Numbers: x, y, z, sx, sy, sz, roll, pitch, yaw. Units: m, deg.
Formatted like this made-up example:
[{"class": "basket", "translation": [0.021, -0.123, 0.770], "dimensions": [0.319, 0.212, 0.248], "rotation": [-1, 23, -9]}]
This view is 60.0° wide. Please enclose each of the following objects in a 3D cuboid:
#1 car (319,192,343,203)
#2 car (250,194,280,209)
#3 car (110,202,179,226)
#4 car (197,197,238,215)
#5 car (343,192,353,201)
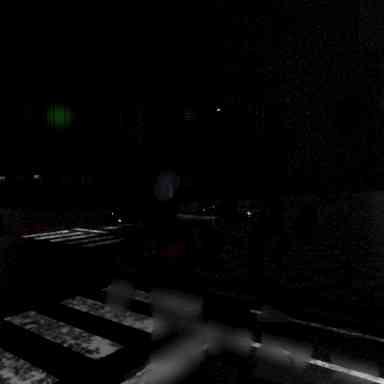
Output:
[{"class": "car", "translation": [19.600, 0.814, 47.417], "dimensions": [1.837, 1.490, 4.892], "rotation": [0, 1, 36]}, {"class": "car", "translation": [8.129, 0.976, 36.868], "dimensions": [1.882, 1.535, 5.008], "rotation": [0, 1, 36]}, {"class": "car", "translation": [-2.957, 1.353, 21.413], "dimensions": [1.895, 1.301, 4.718], "rotation": [0, 1, 36]}, {"class": "car", "translation": [2.322, 1.157, 28.768], "dimensions": [1.812, 1.442, 4.674], "rotation": [0, 1, 36]}, {"class": "car", "translation": [25.488, 0.653, 55.641], "dimensions": [1.882, 1.535, 5.008], "rotation": [0, 1, 36]}]
